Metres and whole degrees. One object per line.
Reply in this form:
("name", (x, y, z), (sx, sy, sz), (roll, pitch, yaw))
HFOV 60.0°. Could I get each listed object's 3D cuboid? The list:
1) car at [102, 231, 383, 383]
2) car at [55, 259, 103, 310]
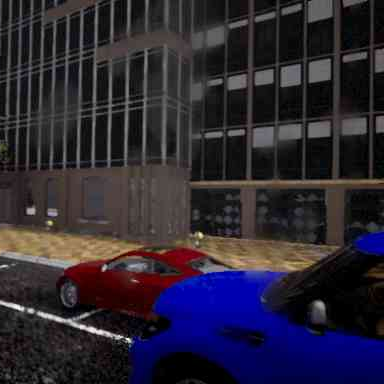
("car", (2.091, 1.327, 2.748), (5.566, 2.045, 2.150), (0, -1, 31))
("car", (-0.809, 1.705, 6.524), (4.206, 1.307, 1.802), (0, -1, 31))
